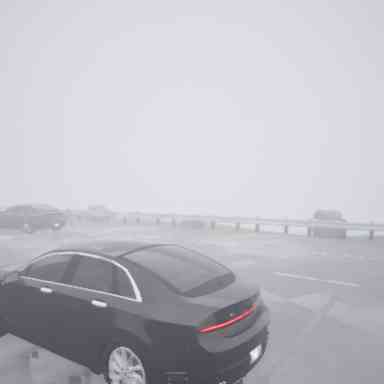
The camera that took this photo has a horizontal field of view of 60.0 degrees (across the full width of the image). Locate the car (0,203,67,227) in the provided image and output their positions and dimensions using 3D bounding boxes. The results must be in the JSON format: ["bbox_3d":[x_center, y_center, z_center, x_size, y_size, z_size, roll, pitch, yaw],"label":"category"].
[{"bbox_3d":[-8.895,1.379,17.864,4.892,1.490,1.837,0,0,29],"label":"car"}]

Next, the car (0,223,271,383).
[{"bbox_3d":[-1.323,1.462,4.916,4.892,1.490,1.837,0,0,34],"label":"car"}]
